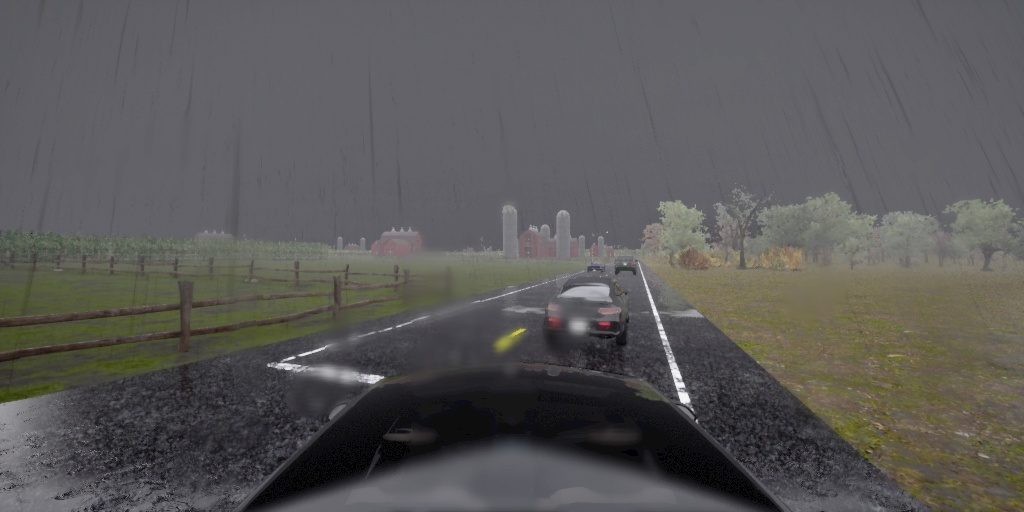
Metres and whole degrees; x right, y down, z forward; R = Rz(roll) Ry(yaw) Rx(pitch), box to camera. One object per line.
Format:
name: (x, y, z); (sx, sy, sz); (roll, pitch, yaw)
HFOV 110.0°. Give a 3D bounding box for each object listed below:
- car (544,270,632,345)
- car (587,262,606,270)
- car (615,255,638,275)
car: (2.127, 1.274, 9.532); (1.812, 1.442, 4.674); (0, 0, 19)
car: (10.340, 1.340, 43.910); (1.895, 1.301, 4.718); (0, 0, 19)
car: (12.553, 0.961, 39.473); (2.150, 2.045, 5.566); (0, 0, 20)
